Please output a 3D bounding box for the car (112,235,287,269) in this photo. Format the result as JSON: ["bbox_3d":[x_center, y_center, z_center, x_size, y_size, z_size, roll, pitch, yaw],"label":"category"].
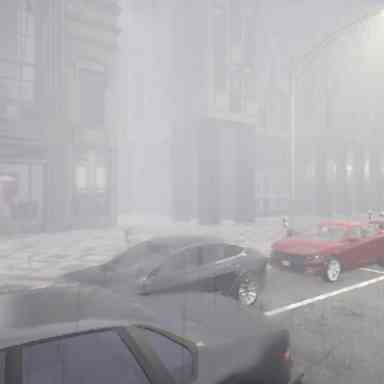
[{"bbox_3d":[-0.430,1.558,6.336,4.313,1.339,1.947,0,0,-35],"label":"car"}]

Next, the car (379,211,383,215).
[{"bbox_3d":[8.750,1.276,12.877,5.009,1.841,2.192,0,0,-35],"label":"car"}]

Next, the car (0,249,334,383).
[{"bbox_3d":[-1.492,1.548,2.311,5.357,1.411,2.033,0,0,-36],"label":"car"}]

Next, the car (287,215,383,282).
[{"bbox_3d":[4.160,1.521,9.607,4.507,1.381,1.887,0,0,-35],"label":"car"}]
